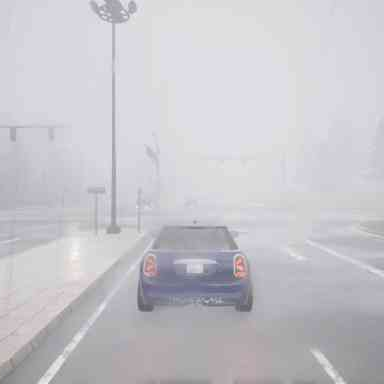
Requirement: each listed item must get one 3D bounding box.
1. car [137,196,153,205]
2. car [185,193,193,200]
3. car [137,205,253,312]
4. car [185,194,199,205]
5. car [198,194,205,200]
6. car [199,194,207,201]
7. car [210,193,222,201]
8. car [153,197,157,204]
[{"bbox_3d":[-8.293,1.505,57.052,1.837,1.490,4.892,0,0,-1],"label":"car"},{"bbox_3d":[-0.831,1.189,95.570,2.150,2.045,5.566,0,0,-1],"label":"car"},{"bbox_3d":[0.069,1.352,7.891,2.097,1.767,4.553,0,0,0],"label":"car"},{"bbox_3d":[-0.171,1.526,54.711,1.812,1.442,4.674,0,0,-1],"label":"car"},{"bbox_3d":[2.669,1.442,95.597,1.882,1.535,5.008,0,0,-1],"label":"car"},{"bbox_3d":[2.836,1.513,85.274,1.812,1.442,4.674,0,0,-1],"label":"car"},{"bbox_3d":[6.341,1.215,85.003,2.150,2.045,5.566,0,0,-1],"label":"car"},{"bbox_3d":[-8.383,1.505,66.261,1.837,1.490,4.892,0,0,0],"label":"car"}]
